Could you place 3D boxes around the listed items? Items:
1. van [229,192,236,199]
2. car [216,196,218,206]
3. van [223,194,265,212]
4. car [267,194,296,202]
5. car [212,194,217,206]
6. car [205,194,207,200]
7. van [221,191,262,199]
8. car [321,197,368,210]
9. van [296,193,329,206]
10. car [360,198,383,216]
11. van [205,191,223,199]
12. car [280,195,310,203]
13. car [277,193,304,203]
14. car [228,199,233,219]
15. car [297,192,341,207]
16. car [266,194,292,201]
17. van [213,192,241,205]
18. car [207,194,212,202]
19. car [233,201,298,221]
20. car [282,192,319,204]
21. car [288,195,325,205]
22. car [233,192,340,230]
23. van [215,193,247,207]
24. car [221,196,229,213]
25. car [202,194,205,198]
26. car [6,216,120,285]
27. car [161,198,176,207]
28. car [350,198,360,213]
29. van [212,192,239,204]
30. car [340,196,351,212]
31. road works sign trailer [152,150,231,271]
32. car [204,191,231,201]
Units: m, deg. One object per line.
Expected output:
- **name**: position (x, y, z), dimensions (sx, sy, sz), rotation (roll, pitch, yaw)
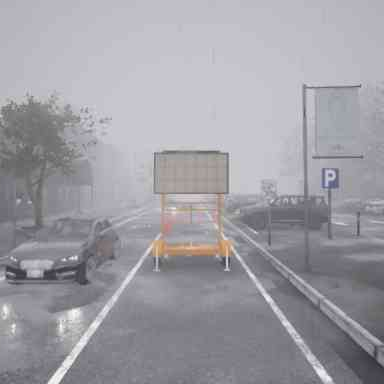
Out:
- **van**: position (5.781, 1.218, 28.984), dimensions (4.442, 1.987, 1.878), rotation (0, 0, 0)
- **car**: position (5.654, 1.442, 40.200), dimensions (4.792, 1.488, 2.163), rotation (0, 0, 0)
- **van**: position (5.751, 1.197, 37.396), dimensions (4.442, 1.987, 1.878), rotation (0, 0, 0)
- **car**: position (18.421, 1.158, 68.681), dimensions (5.366, 1.575, 1.946), rotation (0, 1, 0)
- **car**: position (5.612, 1.376, 45.811), dimensions (4.892, 1.521, 2.231), rotation (0, 0, 0)
- **car**: position (5.535, 1.232, 65.436), dimensions (4.674, 1.452, 2.002), rotation (0, 1, 0)
- **van**: position (5.528, 1.207, 34.594), dimensions (4.442, 1.987, 1.878), rotation (0, 0, 0)
- **car**: position (18.673, 1.440, 40.918), dimensions (4.792, 1.488, 2.163), rotation (0, 0, 0)
- **van**: position (18.781, 1.097, 52.028), dimensions (4.442, 1.987, 1.878), rotation (0, 1, 0)
- **car**: position (18.712, 1.192, 29.816), dimensions (5.566, 2.045, 2.435), rotation (0, 0, 0)
- **van**: position (5.363, 0.803, 82.252), dimensions (4.442, 1.987, 1.878), rotation (0, 1, 0)
- **car**: position (18.607, 1.272, 60.355), dimensions (4.792, 1.488, 2.163), rotation (0, 1, 0)
- **car**: position (18.657, 1.090, 63.131), dimensions (4.553, 1.767, 2.185), rotation (0, 1, 0)
- **car**: position (5.498, 1.452, 23.378), dimensions (5.366, 1.575, 1.946), rotation (0, 0, 0)
- **car**: position (18.702, 1.098, 49.251), dimensions (5.566, 2.045, 2.435), rotation (0, 1, 0)
- **car**: position (18.603, 1.136, 71.459), dimensions (4.892, 1.521, 2.231), rotation (0, 1, 0)
- **van**: position (5.693, 1.075, 54.221), dimensions (4.442, 1.987, 1.878), rotation (0, 1, 0)
- **car**: position (5.558, 1.076, 51.417), dimensions (5.566, 2.045, 2.435), rotation (0, 1, 0)
- **car**: position (5.676, 1.489, 26.181), dimensions (4.674, 1.452, 2.002), rotation (0, 0, 0)
- **car**: position (18.674, 1.018, 57.577), dimensions (5.566, 2.045, 2.435), rotation (0, 1, 0)
- **car**: position (18.840, 1.293, 54.804), dimensions (5.366, 1.575, 1.946), rotation (0, 1, 0)
- **car**: position (5.664, 1.208, 20.574), dimensions (5.566, 2.045, 2.435), rotation (0, 0, 0)
- **van**: position (5.713, 1.129, 48.617), dimensions (4.442, 1.987, 1.878), rotation (0, 0, 0)
- **car**: position (5.649, 1.439, 31.788), dimensions (5.008, 1.535, 2.097), rotation (0, 0, 0)
- **car**: position (5.500, 0.913, 68.236), dimensions (5.566, 2.045, 2.435), rotation (0, 1, 0)
- **car**: position (-3.370, 1.487, 9.589), dimensions (2.128, 1.511, 4.902), rotation (0, 0, 0)
- **car**: position (-3.349, 1.452, 47.609), dimensions (1.895, 1.301, 4.718), rotation (0, 0, 0)
- **car**: position (18.725, 1.440, 32.591), dimensions (4.892, 1.521, 2.231), rotation (0, 0, 0)
- **van**: position (5.684, 1.047, 57.024), dimensions (4.442, 1.987, 1.878), rotation (0, 1, 0)
- **car**: position (18.716, 1.431, 35.369), dimensions (5.008, 1.535, 2.097), rotation (0, 0, 0)
- **road works sign trailer**: position (-0.027, 0.457, 10.831), dimensions (2.380, 3.560, 2.880), rotation (0, 0, -1)
- **car**: position (5.490, 0.886, 71.039), dimensions (5.566, 2.045, 2.435), rotation (0, 1, 0)
